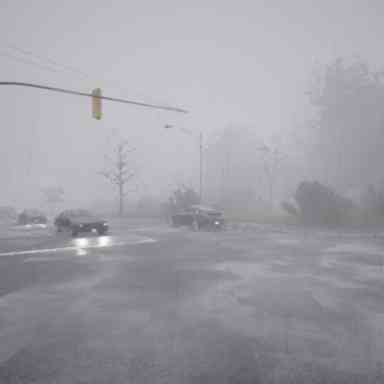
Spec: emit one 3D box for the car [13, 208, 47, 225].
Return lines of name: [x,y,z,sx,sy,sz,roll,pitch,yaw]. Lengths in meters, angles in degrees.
car: [-15.409,2.342,31.882,2.033,1.411,5.357,0,-3,-36]

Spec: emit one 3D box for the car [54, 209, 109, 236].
car: [-6.776,1.745,19.904,2.033,1.411,5.357,0,-2,-36]

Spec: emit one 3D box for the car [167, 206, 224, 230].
car: [0.129,1.700,22.465,1.837,1.490,4.892,0,-2,-36]

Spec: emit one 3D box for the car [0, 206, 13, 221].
car: [-26.583,3.066,47.553,2.150,2.045,5.566,0,-3,-36]
